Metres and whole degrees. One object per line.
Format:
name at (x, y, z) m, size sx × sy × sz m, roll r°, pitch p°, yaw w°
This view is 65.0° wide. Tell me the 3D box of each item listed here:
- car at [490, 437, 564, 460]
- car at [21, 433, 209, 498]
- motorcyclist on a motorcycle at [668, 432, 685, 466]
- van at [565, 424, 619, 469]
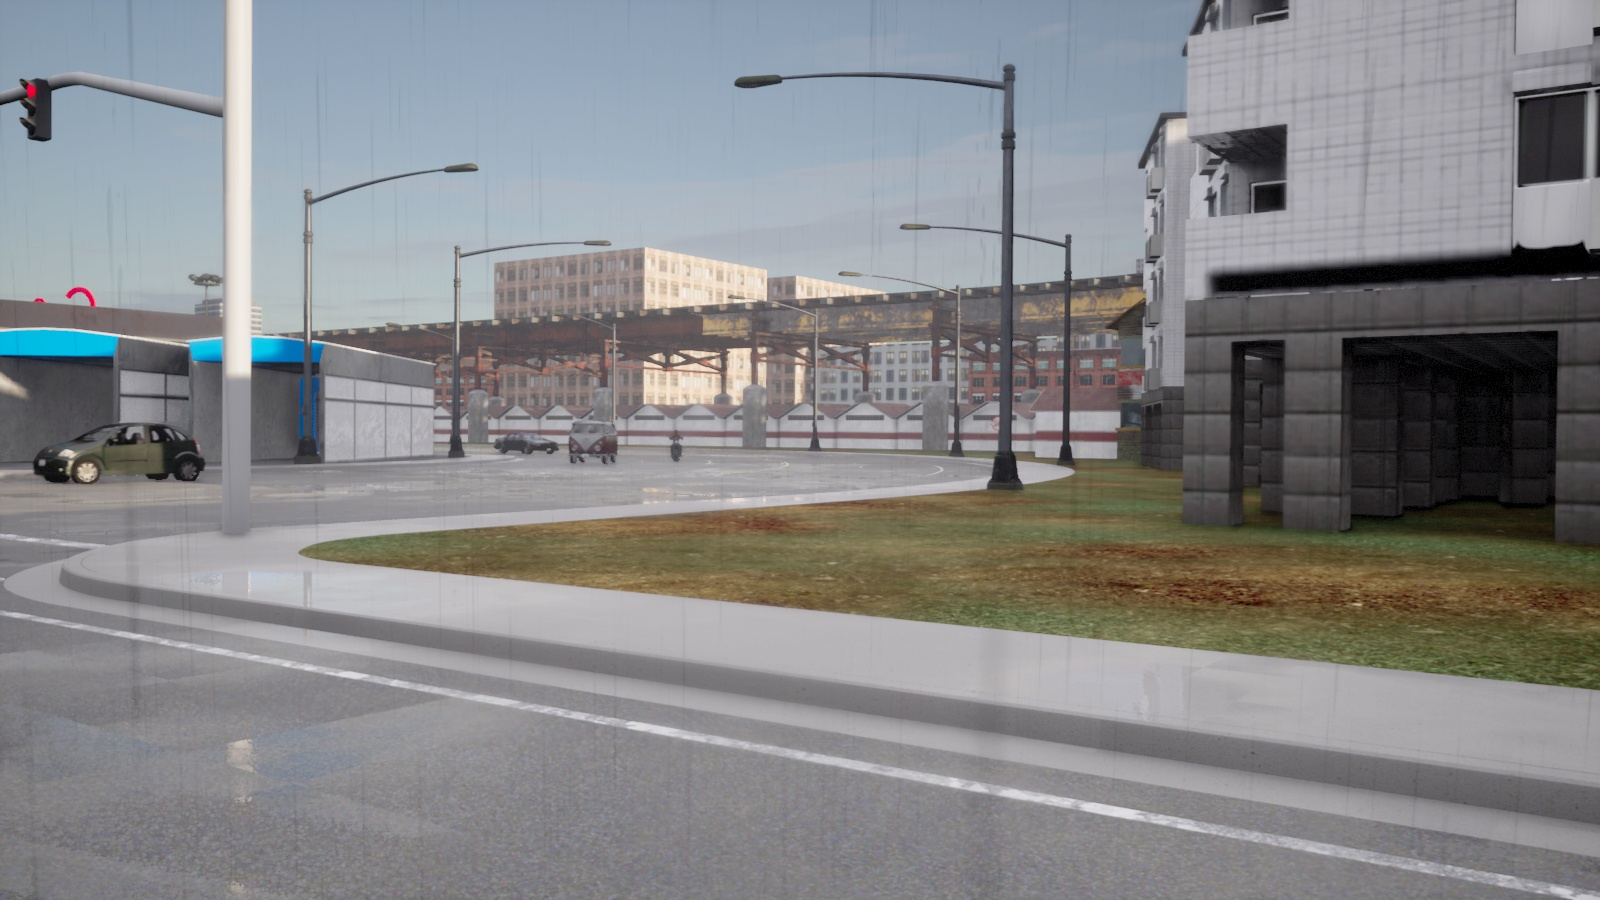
car at (-17.502, -0.105, 80.331) m, size 2.033 × 1.411 × 5.357 m, roll -1°, pitch 1°, yaw -44°
car at (-18.293, 0.367, 33.681) m, size 1.851 × 1.617 × 3.988 m, roll 0°, pitch 1°, yaw 34°
motorcyclist on a motorcycle at (-6.170, -0.081, 62.702) m, size 0.766 × 1.649 × 2.350 m, roll -1°, pitch 1°, yaw -6°
van at (-9.523, -0.182, 57.810) m, size 1.775 × 1.987 × 4.442 m, roll -1°, pitch 1°, yaw 0°
